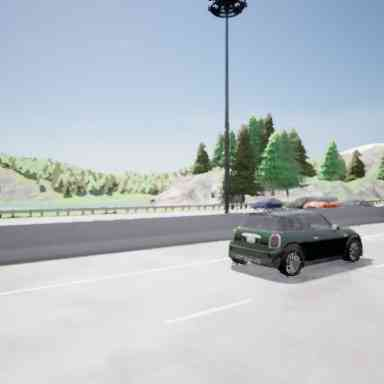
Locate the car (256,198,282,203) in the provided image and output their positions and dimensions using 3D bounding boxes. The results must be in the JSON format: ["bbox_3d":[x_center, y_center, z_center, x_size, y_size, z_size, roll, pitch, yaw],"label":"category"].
[{"bbox_3d":[9.436,1.496,40.800,4.674,1.442,1.812,0,0,-35],"label":"car"}]

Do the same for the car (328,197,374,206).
[{"bbox_3d":[15.972,1.462,32.572,4.902,1.511,2.128,0,0,-35],"label":"car"}]

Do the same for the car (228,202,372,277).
[{"bbox_3d":[3.361,1.344,10.442,4.553,1.767,2.097,0,0,-35],"label":"car"}]

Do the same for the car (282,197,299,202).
[{"bbox_3d":[13.219,1.319,39.189,4.553,1.767,2.097,0,0,-35],"label":"car"}]

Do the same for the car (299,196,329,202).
[{"bbox_3d":[13.977,1.320,35.439,4.553,1.767,2.097,0,0,-35],"label":"car"}]
